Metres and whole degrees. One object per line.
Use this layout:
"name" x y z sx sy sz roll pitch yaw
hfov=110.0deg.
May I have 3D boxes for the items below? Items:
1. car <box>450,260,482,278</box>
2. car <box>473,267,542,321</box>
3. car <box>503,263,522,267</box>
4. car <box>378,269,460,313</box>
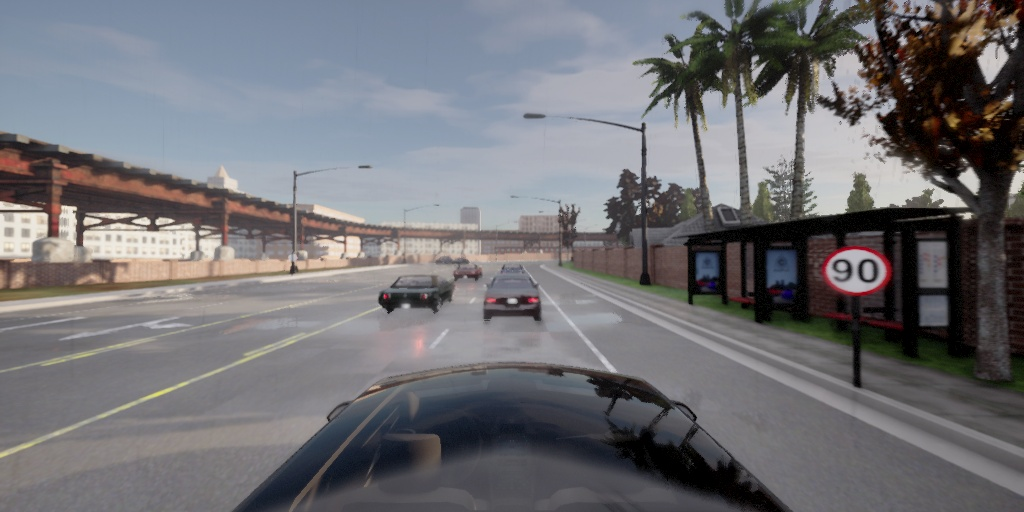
"car" -3.464 1.264 28.977 1.895 1.301 4.718 0 0 1
"car" 0.020 1.298 12.499 2.033 1.411 5.357 0 0 0
"car" 0.036 1.257 28.974 1.895 1.301 4.718 0 0 1
"car" -3.465 1.354 14.017 1.895 1.301 4.718 0 0 1
